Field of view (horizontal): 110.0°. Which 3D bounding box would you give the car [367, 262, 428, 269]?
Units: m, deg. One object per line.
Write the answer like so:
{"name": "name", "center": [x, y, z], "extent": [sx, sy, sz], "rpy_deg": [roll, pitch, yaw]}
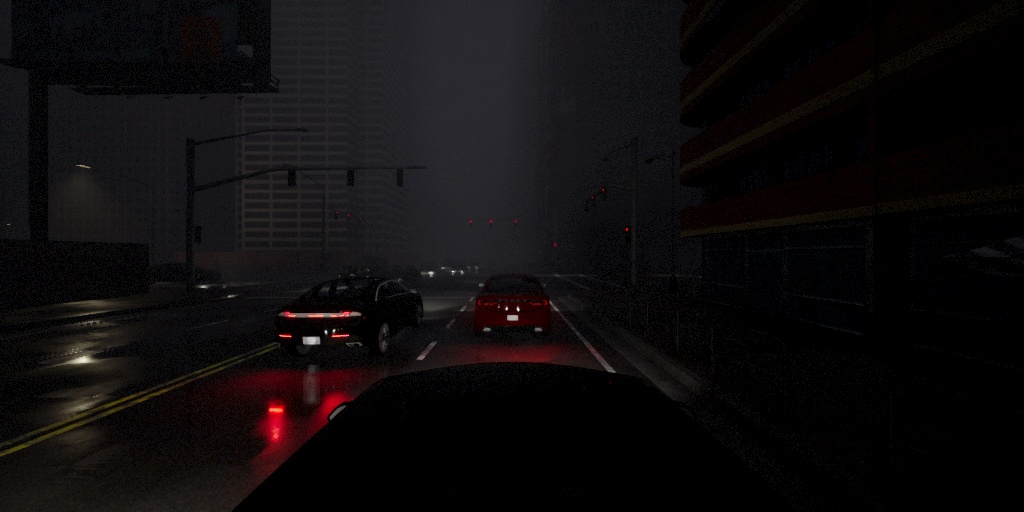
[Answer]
{"name": "car", "center": [-7.260, 1.297, 23.386], "extent": [2.033, 1.411, 5.357], "rpy_deg": [0, 0, 0]}

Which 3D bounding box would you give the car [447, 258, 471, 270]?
{"name": "car", "center": [-7.467, 1.297, 51.186], "extent": [2.033, 1.411, 5.357], "rpy_deg": [0, 0, 0]}

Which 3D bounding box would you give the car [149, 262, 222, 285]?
{"name": "car", "center": [-23.942, 1.228, 25.988], "extent": [5.008, 1.535, 1.882], "rpy_deg": [0, 0, 0]}

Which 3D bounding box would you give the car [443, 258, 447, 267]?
{"name": "car", "center": [-11.021, 1.102, 63.052], "extent": [2.097, 1.767, 4.553], "rpy_deg": [0, 0, 0]}

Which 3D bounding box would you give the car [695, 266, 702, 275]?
{"name": "car", "center": [21.448, 1.228, 36.741], "extent": [5.008, 1.535, 1.882], "rpy_deg": [0, 0, 0]}

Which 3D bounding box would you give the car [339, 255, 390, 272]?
{"name": "car", "center": [-10.787, 0.972, 26.865], "extent": [2.150, 2.045, 5.566], "rpy_deg": [0, 0, 0]}

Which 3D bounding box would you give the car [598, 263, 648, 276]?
{"name": "car", "center": [11.322, 1.351, 36.790], "extent": [4.718, 1.301, 1.895], "rpy_deg": [0, 0, 2]}

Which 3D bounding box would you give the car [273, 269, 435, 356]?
{"name": "car", "center": [-3.477, 1.242, 8.592], "extent": [2.128, 1.511, 4.902], "rpy_deg": [0, 0, -1]}

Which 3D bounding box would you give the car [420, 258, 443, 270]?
{"name": "car", "center": [-11.002, 1.314, 47.765], "extent": [1.994, 1.385, 4.181], "rpy_deg": [0, 0, 1]}

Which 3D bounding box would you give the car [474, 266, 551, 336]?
{"name": "car", "center": [0.011, 1.228, 10.481], "extent": [1.882, 1.535, 5.008], "rpy_deg": [0, 0, 0]}
